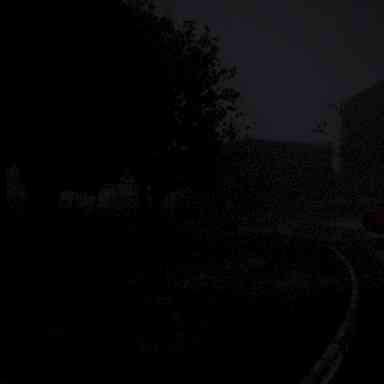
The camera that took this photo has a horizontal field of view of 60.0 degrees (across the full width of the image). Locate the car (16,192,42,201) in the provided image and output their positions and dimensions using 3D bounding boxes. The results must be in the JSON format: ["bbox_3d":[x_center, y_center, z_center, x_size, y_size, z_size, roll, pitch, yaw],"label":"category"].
[{"bbox_3d":[-34.230,0.964,69.817,4.553,1.767,2.185,0,1,-16],"label":"car"}]

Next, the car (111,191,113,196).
[{"bbox_3d":[-16.610,0.876,81.555,5.008,1.535,2.097,0,1,-16],"label":"car"}]

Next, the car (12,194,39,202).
[{"bbox_3d":[-33.516,1.166,67.156,4.674,1.452,2.002,0,1,-16],"label":"car"}]

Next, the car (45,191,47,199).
[{"bbox_3d":[-35.009,1.052,72.469,4.892,1.521,2.231,0,1,-16],"label":"car"}]

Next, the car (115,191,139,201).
[{"bbox_3d":[-12.158,1.130,65.478,4.792,1.488,2.163,0,1,-16],"label":"car"}]

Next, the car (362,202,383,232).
[{"bbox_3d":[10.594,1.102,16.053,2.150,2.045,5.566,0,1,-3],"label":"car"}]

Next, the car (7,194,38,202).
[{"bbox_3d":[-32.783,1.163,64.499,5.008,1.535,2.097,0,1,-16],"label":"car"}]

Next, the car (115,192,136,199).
[{"bbox_3d":[-15.796,0.798,78.766,4.553,1.767,2.185,0,1,-16],"label":"car"}]

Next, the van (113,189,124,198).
[{"bbox_3d":[-14.480,0.782,73.489,4.442,1.987,1.878,0,1,-16],"label":"van"}]

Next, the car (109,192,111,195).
[{"bbox_3d":[-18.034,0.537,86.793,5.566,2.045,2.435,0,1,-16],"label":"car"}]

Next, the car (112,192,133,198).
[{"bbox_3d":[-18.629,0.739,89.517,5.366,1.575,1.946,0,1,-16],"label":"car"}]

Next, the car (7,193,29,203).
[{"bbox_3d":[-32.005,1.069,61.847,4.553,1.767,2.185,0,1,-16],"label":"car"}]
